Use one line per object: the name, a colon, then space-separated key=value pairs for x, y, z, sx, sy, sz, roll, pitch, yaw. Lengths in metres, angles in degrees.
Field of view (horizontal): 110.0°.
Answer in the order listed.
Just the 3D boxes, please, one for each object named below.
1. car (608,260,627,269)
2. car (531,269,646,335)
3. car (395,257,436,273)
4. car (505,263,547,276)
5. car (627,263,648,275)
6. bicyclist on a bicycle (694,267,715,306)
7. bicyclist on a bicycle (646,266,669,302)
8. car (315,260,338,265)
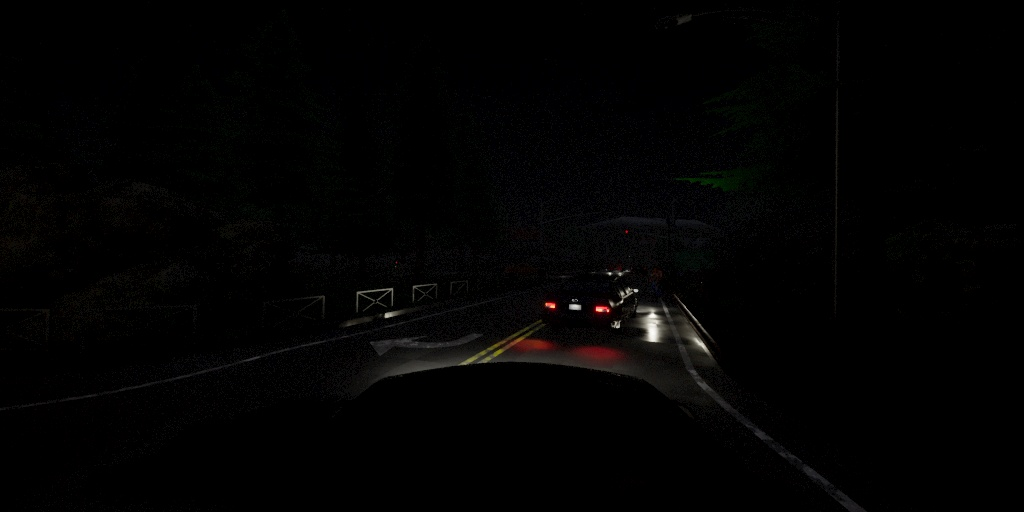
car: x=17.401 y=1.659 z=59.749 sx=2.150 sy=2.045 sz=5.566 roll=1 pitch=-1 yaw=21
car: x=2.483 y=1.244 z=10.382 sx=2.033 sy=1.411 sz=5.357 roll=1 pitch=-1 yaw=25
car: x=-12.943 y=1.178 z=48.119 sx=5.566 sy=2.045 sz=2.150 roll=2 pitch=0 yaw=20
car: x=1.674 y=1.639 z=42.614 sx=5.008 sy=1.535 sz=1.882 roll=1 pitch=-1 yaw=21
car: x=17.363 y=1.683 z=49.019 sx=2.097 sy=1.767 sz=4.553 roll=1 pitch=-1 yaw=22
bicyclist on a bicycle: x=8.138 y=1.296 z=15.106 sx=1.656 sy=1.620 sz=0.582 roll=1 pitch=0 yaw=-33
bicyclist on a bicycle: x=6.718 y=1.283 z=16.514 sx=1.656 sy=1.620 sz=0.582 roll=1 pitch=0 yaw=-30
car: x=-28.398 y=1.329 z=54.881 sx=4.181 sy=1.385 sz=1.994 roll=1 pitch=-1 yaw=28
